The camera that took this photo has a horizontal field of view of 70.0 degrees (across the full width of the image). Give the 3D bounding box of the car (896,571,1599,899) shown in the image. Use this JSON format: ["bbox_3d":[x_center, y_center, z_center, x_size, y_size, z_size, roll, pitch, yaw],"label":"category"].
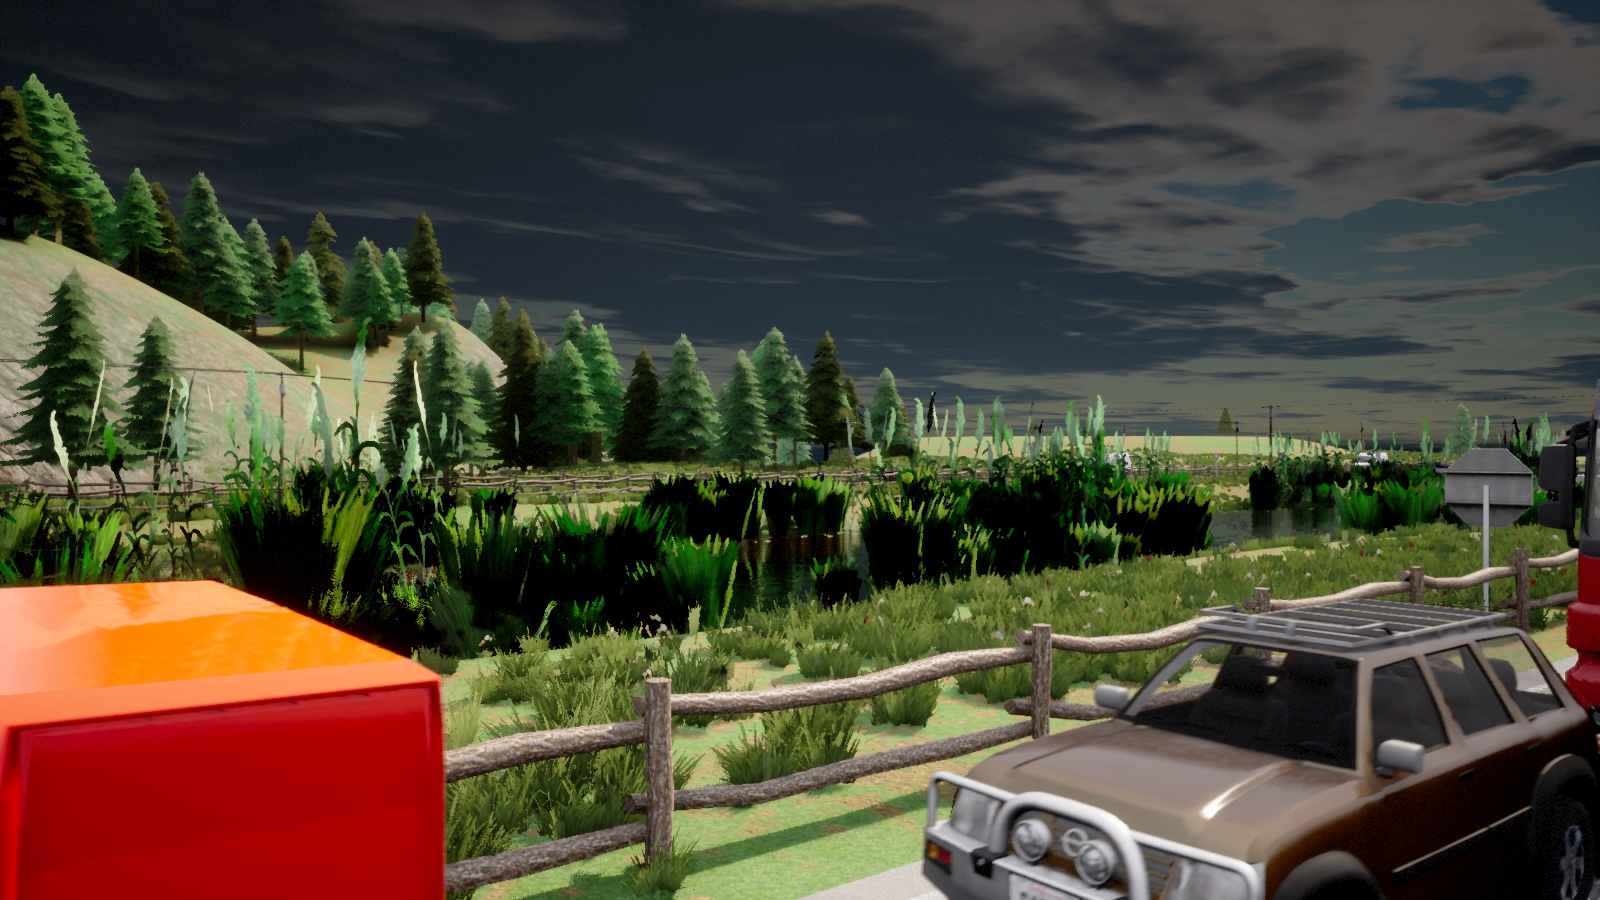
[{"bbox_3d":[2.900,1.833,6.577,4.605,1.855,1.932,1,0,-39],"label":"car"}]

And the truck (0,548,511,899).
[{"bbox_3d":[-3.412,1.548,1.535,5.204,2.467,2.627,1,-1,-38],"label":"truck"}]

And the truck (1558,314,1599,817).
[{"bbox_3d":[9.802,0.862,11.014,2.891,3.827,8.468,0,1,42],"label":"truck"}]

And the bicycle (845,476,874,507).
[{"bbox_3d":[2.942,2.029,56.102,1.643,1.496,0.373,0,0,-42],"label":"bicycle"}]
